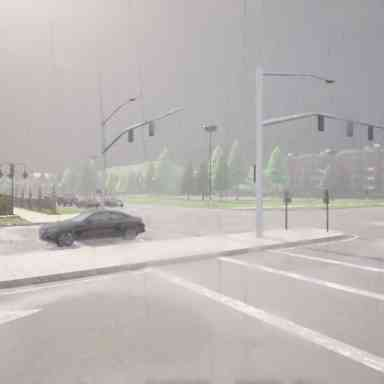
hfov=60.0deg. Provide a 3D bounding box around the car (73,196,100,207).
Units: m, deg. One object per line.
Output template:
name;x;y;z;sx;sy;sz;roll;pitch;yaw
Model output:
car;-14.235;1.601;45.497;1.895;1.301;4.718;0;0;-36

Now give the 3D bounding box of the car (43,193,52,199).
car;-26.083;1.221;61.918;2.150;2.045;5.566;0;0;-35

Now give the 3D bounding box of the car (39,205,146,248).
car;-4.356;1.526;15.006;4.674;1.442;1.812;0;0;-35

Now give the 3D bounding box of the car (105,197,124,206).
car;-11.429;1.492;47.593;2.128;1.511;4.902;0;0;-36

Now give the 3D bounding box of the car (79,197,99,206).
car;-17.191;1.564;55.536;1.994;1.385;4.181;0;0;-36

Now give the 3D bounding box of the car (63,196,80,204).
car;-23.000;1.564;63.630;1.994;1.385;4.181;0;0;-36

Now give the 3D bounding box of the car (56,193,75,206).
car;-19.947;1.221;53.372;2.150;2.045;5.566;0;0;-36
